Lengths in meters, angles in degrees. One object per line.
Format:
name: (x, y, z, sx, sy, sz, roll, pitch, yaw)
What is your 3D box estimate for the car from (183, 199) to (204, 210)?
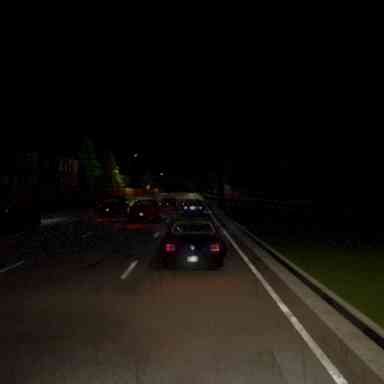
car: (0.123, 1.347, 30.144, 2.033, 1.411, 5.357, 0, 0, 1)

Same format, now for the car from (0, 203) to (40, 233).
car: (-10.406, 1.366, 18.824, 2.128, 1.511, 4.902, 0, 0, 0)

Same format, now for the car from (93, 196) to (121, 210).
car: (-10.258, 1.278, 40.504, 2.033, 1.411, 5.357, 0, 0, 0)

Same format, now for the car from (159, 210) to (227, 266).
car: (0.044, 1.525, 11.262, 1.895, 1.301, 4.718, 0, 0, 1)

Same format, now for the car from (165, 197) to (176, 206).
car: (-3.237, 1.291, 46.601, 1.895, 1.301, 4.718, 0, 0, 0)

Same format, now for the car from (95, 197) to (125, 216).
car: (-6.866, 1.280, 29.573, 1.882, 1.535, 5.008, 0, 0, 1)

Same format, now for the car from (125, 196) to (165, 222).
car: (-3.394, 1.312, 24.774, 1.882, 1.535, 5.008, 0, 1, 0)
